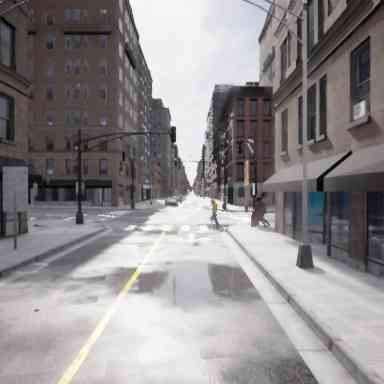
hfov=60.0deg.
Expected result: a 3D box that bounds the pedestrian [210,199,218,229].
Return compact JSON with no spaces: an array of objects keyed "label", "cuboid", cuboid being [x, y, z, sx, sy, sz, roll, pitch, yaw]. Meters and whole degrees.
[{"label":"pedestrian","cuboid":[1.369,1.277,20.084,0.375,1.860,0.375,0,0,0]}]

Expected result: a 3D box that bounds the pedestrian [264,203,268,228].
[{"label":"pedestrian","cuboid":[4.100,1.124,19.490,0.375,1.860,0.375,0,0,0]}]

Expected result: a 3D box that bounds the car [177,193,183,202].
[{"label":"car","cuboid":[-3.098,1.486,67.587,1.994,1.385,4.181,0,0,0]}]

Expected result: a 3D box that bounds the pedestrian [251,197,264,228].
[{"label":"pedestrian","cuboid":[3.743,1.125,18.888,0.375,1.860,0.375,0,0,0]}]

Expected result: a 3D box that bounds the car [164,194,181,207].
[{"label":"car","cuboid":[-3.176,1.493,51.410,2.033,1.411,5.357,0,0,0]}]

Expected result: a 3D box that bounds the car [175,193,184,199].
[{"label":"car","cuboid":[-3.076,1.027,82.911,1.837,1.490,4.892,0,0,0]}]
